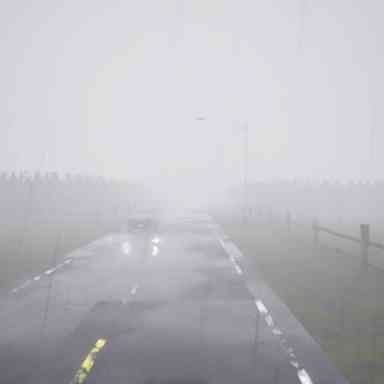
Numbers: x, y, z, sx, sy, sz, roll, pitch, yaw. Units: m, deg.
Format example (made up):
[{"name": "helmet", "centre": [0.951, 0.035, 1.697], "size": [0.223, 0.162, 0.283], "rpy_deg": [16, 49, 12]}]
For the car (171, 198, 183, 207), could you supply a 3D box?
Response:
[{"name": "car", "centre": [-2.775, 1.892, 62.189], "size": [1.882, 1.535, 5.008], "rpy_deg": [0, 0, 1]}]

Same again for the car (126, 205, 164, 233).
[{"name": "car", "centre": [-2.847, 1.601, 20.951], "size": [1.882, 1.535, 5.008], "rpy_deg": [0, 0, 0]}]
